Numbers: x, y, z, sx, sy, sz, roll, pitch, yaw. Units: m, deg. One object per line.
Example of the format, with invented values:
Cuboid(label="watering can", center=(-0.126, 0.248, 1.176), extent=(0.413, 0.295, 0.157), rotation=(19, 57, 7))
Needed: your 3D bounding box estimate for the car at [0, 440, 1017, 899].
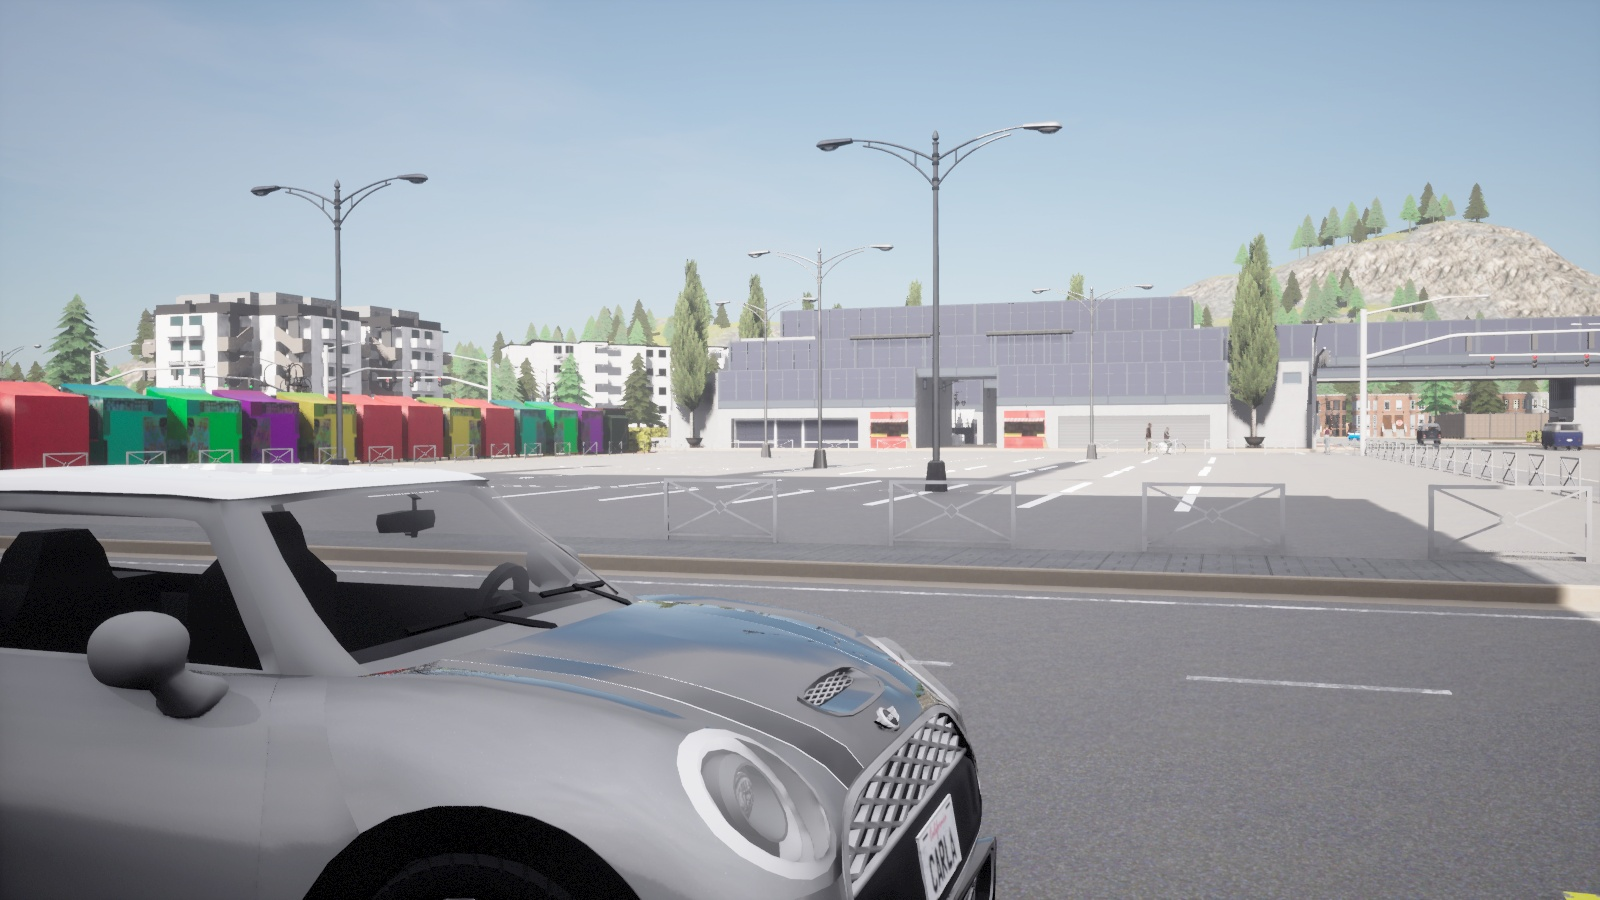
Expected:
Cuboid(label="car", center=(-1.428, 0.728, 3.672), extent=(3.806, 1.475, 1.970), rotation=(1, 1, 18))
